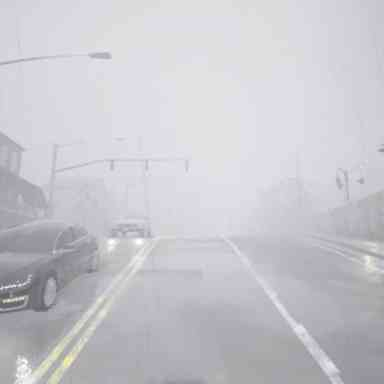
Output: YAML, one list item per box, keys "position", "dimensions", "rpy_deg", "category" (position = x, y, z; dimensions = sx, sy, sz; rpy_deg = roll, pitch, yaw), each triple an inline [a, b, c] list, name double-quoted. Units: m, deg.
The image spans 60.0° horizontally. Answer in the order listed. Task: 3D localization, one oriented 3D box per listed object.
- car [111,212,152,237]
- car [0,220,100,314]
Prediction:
- position: [-3.554, 1.947, 20.202]
  dimensions: [1.812, 1.442, 4.674]
  rpy_deg: [0, -6, 0]
  category: "car"
- position: [-3.567, 1.480, 7.750]
  dimensions: [1.837, 1.490, 4.892]
  rpy_deg: [0, 0, 0]
  category: "car"
